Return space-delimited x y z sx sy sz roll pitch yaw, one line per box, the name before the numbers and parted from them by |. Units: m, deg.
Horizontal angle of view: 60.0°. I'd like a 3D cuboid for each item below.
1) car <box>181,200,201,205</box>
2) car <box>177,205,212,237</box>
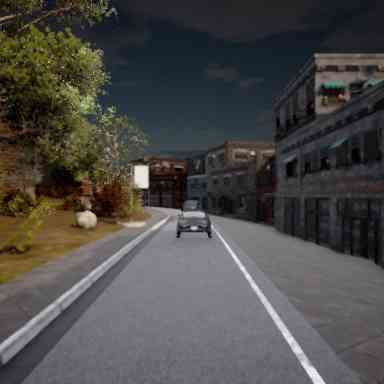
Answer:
car | -0.081 1.893 37.881 2.150 2.045 5.566 0 -1 -3
car | 0.111 1.678 18.781 1.812 1.442 4.674 0 -1 0
